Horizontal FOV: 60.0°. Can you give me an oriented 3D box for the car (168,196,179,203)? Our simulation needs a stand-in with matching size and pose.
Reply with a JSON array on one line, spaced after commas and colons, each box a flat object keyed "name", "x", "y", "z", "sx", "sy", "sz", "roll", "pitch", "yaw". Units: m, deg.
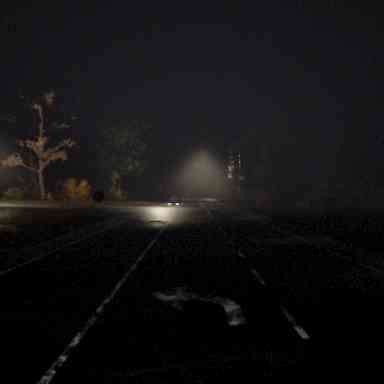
[{"name": "car", "x": -3.577, "y": 1.447, "z": 65.642, "sx": 1.882, "sy": 1.535, "sz": 5.008, "roll": 0, "pitch": 0, "yaw": 0}]
